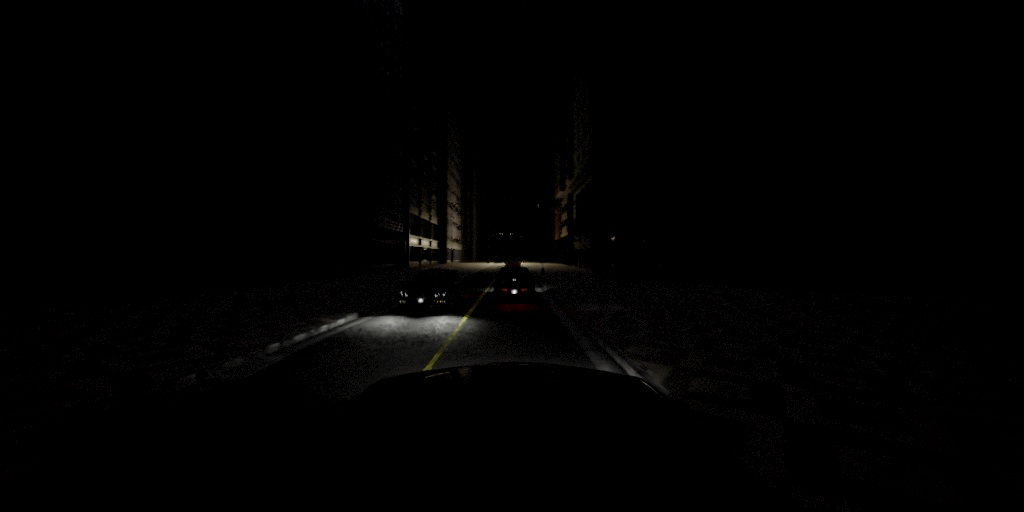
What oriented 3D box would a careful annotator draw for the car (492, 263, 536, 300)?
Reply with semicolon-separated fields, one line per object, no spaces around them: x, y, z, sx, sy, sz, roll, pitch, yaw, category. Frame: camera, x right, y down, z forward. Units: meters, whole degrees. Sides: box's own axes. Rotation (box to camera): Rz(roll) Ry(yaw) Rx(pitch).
0.105;1.261;17.658;1.837;1.490;4.892;0;0;0;car

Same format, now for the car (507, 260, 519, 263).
0.119;1.245;43.859;1.882;1.535;5.008;0;0;0;car

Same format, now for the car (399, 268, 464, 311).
-3.080;1.260;14.533;1.837;1.490;4.892;0;0;0;car
